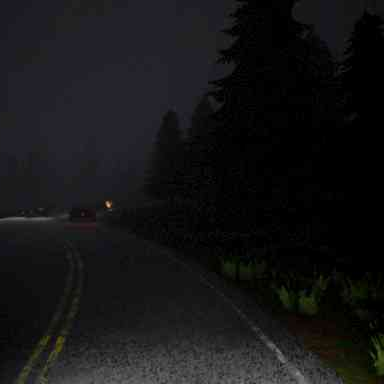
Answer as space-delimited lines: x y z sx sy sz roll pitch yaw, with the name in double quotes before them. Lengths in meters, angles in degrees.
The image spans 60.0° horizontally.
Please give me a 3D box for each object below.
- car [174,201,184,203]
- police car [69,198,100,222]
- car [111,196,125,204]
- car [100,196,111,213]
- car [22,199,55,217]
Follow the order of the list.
"car" -2.252 2.234 57.578 5.357 1.411 2.033 7 -8 -44
"police car" -8.676 1.380 26.359 1.930 1.638 5.238 1 0 -19
"car" -9.899 1.292 41.004 1.801 1.575 5.366 -1 0 9
"car" -10.306 1.386 35.297 1.837 1.490 4.892 -1 1 -1
"car" -13.672 1.409 29.818 1.837 1.490 4.892 -1 0 -10
